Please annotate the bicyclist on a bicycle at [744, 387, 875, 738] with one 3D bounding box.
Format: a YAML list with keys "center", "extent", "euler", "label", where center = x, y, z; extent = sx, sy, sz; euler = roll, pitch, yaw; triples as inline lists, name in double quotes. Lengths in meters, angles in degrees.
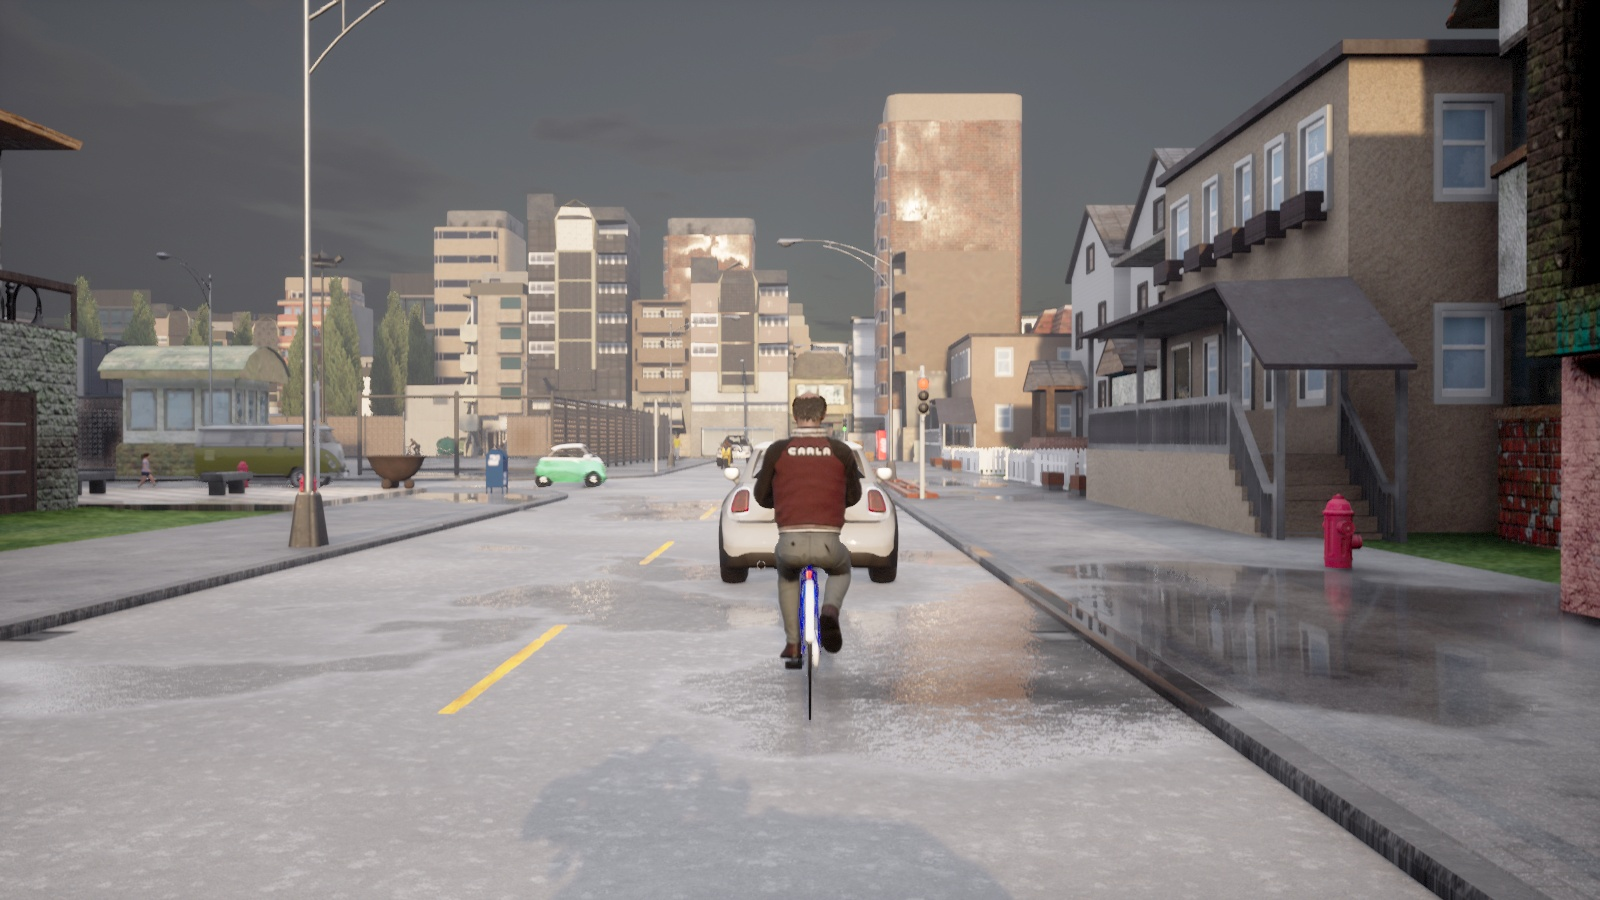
- center: [0.054, 0.560, 7.261]
  extent: [0.659, 1.776, 1.843]
  euler: [0, 1, 0]
  label: "bicyclist on a bicycle"

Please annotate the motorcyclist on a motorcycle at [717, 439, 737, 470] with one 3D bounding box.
- center: [-3.636, 0.236, 62.665]
  extent: [0.797, 1.523, 2.044]
  euler: [0, 0, 2]
  label: "motorcyclist on a motorcycle"

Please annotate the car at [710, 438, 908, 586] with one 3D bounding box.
- center: [0.091, 0.599, 14.407]
  extent: [1.970, 1.475, 3.806]
  euler: [0, 0, 0]
  label: "car"

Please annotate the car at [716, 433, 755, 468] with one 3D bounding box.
- center: [-3.610, 0.008, 70.719]
  extent: [1.932, 1.855, 4.605]
  euler: [0, 0, 1]
  label: "car"

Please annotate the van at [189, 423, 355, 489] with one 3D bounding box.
- center: [-16.435, 0.179, 39.218]
  extent: [4.442, 1.987, 1.775]
  euler: [0, 0, 0]
  label: "van"

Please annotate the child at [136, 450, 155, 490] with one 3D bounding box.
- center: [-17.957, 0.544, 34.450]
  extent: [0.394, 1.110, 0.255]
  euler: [0, 0, -10]
  label: "child"

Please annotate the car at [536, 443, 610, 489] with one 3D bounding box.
- center: [-7.089, 0.487, 39.434]
  extent: [2.207, 1.376, 1.481]
  euler: [0, 1, -8]
  label: "car"
